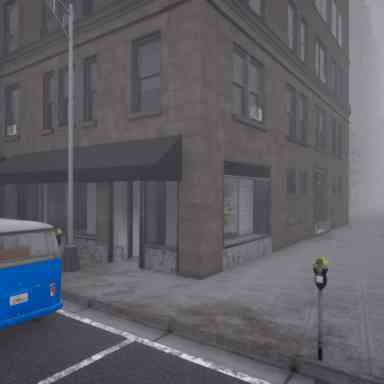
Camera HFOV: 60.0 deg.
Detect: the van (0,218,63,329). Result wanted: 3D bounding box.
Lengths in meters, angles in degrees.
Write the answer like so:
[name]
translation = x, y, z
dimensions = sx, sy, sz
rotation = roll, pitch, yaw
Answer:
[van]
translation = -4.055, 1.339, 5.973
dimensions = 3.998, 1.788, 1.690
rotation = 0, 0, 36
